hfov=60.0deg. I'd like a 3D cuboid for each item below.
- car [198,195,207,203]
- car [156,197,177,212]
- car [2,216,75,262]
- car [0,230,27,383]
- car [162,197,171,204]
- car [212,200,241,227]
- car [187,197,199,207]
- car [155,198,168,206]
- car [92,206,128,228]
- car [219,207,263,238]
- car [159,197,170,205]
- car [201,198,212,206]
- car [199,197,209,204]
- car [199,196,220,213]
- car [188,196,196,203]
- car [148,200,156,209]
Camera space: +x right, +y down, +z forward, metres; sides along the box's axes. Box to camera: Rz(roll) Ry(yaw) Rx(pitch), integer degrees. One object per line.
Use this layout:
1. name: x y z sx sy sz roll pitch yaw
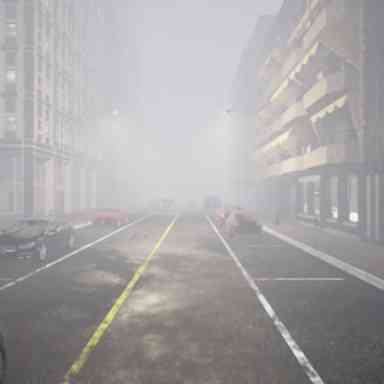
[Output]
1. car: 2.676 1.823 85.672 2.192 1.841 5.009 0 0 0
2. car: -3.092 1.595 43.223 2.097 1.767 4.553 0 0 0
3. car: -5.690 1.618 12.239 2.008 1.369 4.403 0 0 0
4. car: -3.101 1.362 1.787 2.097 1.767 4.553 0 0 0
5. car: -5.703 1.959 74.202 1.752 1.417 4.829 0 0 0
6. car: 2.687 1.571 23.538 1.967 1.590 4.097 0 0 0
7. car: -0.010 1.943 59.580 1.895 1.301 4.718 0 0 0
8. car: -5.700 1.914 63.075 2.008 1.369 4.403 0 0 0
9. car: -5.693 1.675 23.536 1.887 1.381 4.507 0 0 0
10. car: 2.688 1.681 17.889 1.802 1.307 4.206 0 0 0
11. car: -5.702 1.839 68.725 1.967 1.590 4.097 0 0 0
12. car: 2.680 1.914 63.077 2.008 1.369 4.403 0 0 0
13. car: 2.677 1.875 74.374 1.967 1.590 4.097 0 0 0
14. car: 2.386 1.460 41.226 2.150 2.045 5.566 0 0 0
15. car: -0.014 1.859 83.284 1.882 1.535 5.008 0 0 0
16. car: -5.699 1.860 51.778 1.947 1.339 4.313 0 0 0
